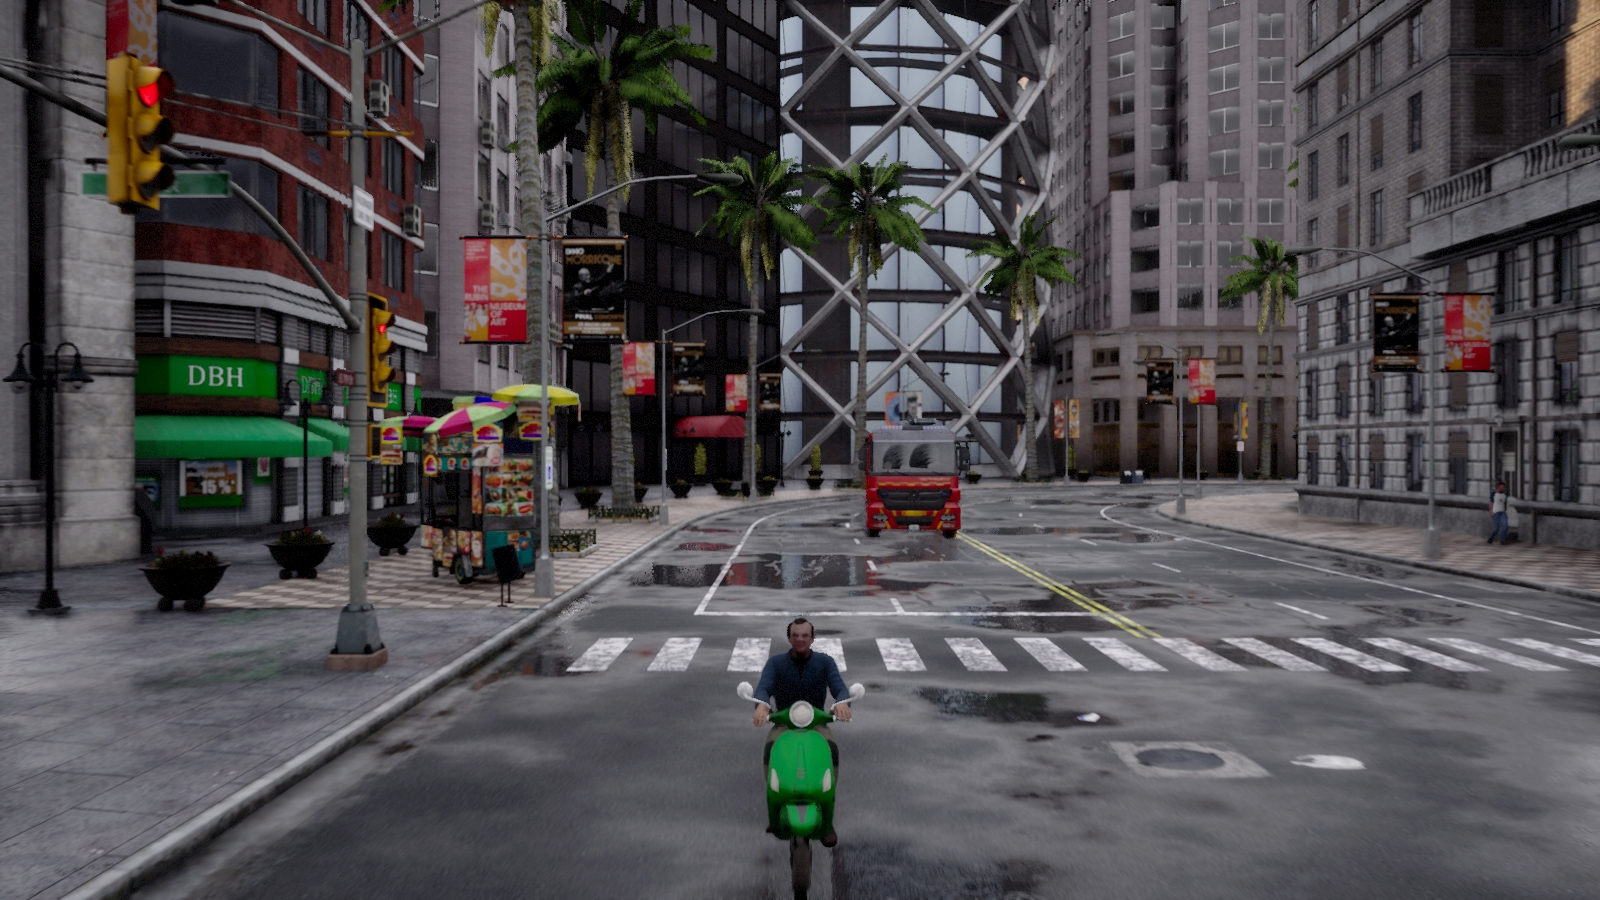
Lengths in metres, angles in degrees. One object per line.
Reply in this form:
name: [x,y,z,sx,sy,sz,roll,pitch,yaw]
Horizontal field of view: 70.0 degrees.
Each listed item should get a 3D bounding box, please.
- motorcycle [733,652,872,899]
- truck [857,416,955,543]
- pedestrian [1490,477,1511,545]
motorcycle: [0.015,2.182,7.939,0.856,1.236,1.805,0,0,0]
truck: [3.389,0.890,38.610,2.891,3.827,8.468,0,0,3]
pedestrian: [19.577,1.696,31.927,0.375,1.860,0.375,0,0,0]
